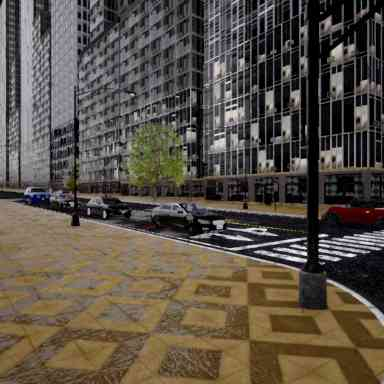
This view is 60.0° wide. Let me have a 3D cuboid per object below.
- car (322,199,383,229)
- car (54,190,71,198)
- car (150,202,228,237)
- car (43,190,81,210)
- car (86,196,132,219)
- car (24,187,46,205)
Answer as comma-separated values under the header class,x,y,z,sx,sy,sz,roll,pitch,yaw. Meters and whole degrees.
class,x,y,z,sx,sy,sz,roll,pitch,yaw
car,10.154,1.177,19.700,2.097,1.767,4.553,0,1,-44
car,-25.299,0.299,64.874,1.812,1.442,4.674,0,1,-38
car,-0.269,1.257,16.776,2.128,1.511,4.902,0,1,-38
car,-12.347,0.899,32.167,2.128,1.511,4.902,0,1,-38
car,-6.111,1.097,24.208,1.837,1.490,4.892,0,1,-38
car,-18.866,0.433,40.572,2.150,2.045,5.566,0,1,-38
